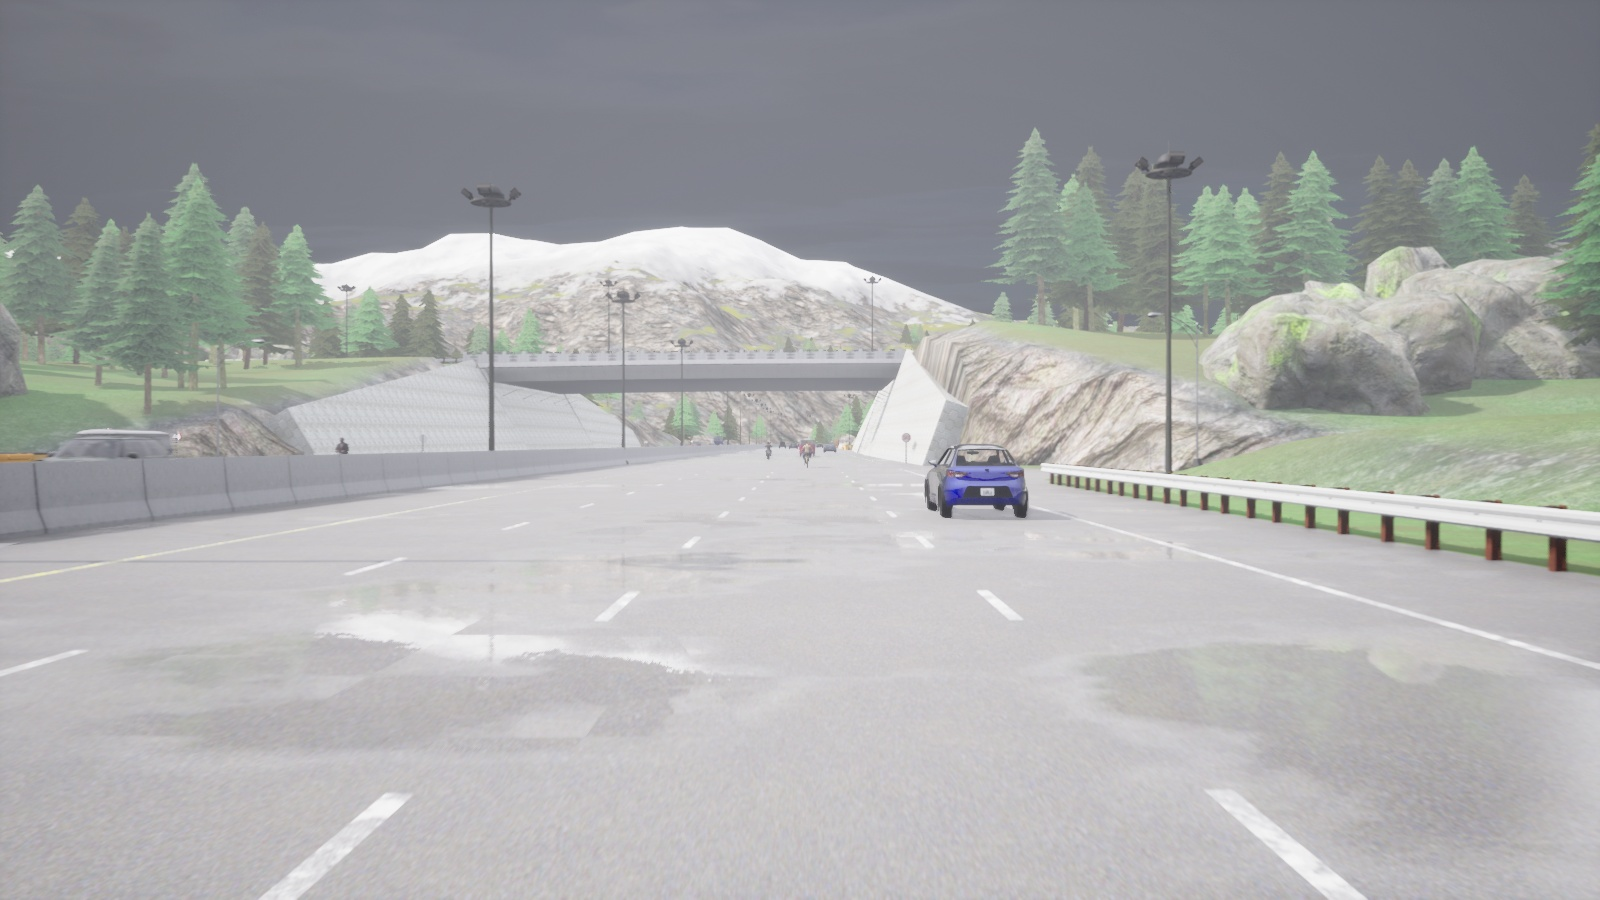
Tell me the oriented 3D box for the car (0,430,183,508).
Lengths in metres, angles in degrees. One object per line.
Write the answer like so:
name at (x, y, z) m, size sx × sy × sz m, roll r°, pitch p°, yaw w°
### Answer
car at (-17.310, 0.417, 30.815) m, size 2.097 × 1.767 × 4.553 m, roll 0°, pitch 0°, yaw 0°

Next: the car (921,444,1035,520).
car at (3.666, 0.613, 26.541) m, size 1.816 × 1.474 × 4.193 m, roll 0°, pitch 0°, yaw 0°

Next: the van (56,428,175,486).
van at (-24.231, 0.229, 44.628) m, size 1.775 × 1.987 × 4.442 m, roll 0°, pitch 0°, yaw 0°
